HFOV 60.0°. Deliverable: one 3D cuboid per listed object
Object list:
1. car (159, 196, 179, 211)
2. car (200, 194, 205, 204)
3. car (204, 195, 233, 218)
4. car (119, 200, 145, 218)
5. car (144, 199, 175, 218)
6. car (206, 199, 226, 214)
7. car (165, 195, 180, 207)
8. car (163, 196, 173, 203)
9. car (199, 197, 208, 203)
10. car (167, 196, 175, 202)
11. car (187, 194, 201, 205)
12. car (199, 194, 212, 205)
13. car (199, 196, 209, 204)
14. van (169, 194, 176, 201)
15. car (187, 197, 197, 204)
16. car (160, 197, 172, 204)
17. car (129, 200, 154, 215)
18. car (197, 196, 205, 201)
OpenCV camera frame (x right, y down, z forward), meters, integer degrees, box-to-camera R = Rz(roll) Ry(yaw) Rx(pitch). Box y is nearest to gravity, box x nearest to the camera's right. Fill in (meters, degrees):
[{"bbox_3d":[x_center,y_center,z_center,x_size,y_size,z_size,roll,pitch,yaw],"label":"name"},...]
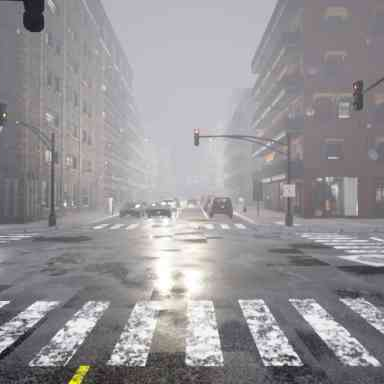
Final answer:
[{"bbox_3d":[-2.867,1.546,40.261,1.812,1.442,4.674,0,0,0],"label":"car"},{"bbox_3d":[2.542,1.337,41.315,2.192,1.841,5.009,1,0,0],"label":"car"},{"bbox_3d":[2.555,1.327,30.190,2.192,1.841,5.009,1,0,0],"label":"car"},{"bbox_3d":[-5.329,1.578,30.136,1.947,1.339,4.313,1,0,0],"label":"car"},{"bbox_3d":[-2.873,1.576,30.371,1.994,1.385,4.181,0,0,0],"label":"car"},{"bbox_3d":[2.545,1.541,35.919,1.752,1.417,4.829,1,0,0],"label":"car"},{"bbox_3d":[-2.809,1.567,50.463,1.812,1.442,4.674,0,0,0],"label":"car"},{"bbox_3d":[-5.378,1.673,74.461,1.752,1.417,4.829,1,0,0],"label":"car"},{"bbox_3d":[2.501,1.731,74.672,1.802,1.307,4.206,1,0,0],"label":"car"},{"bbox_3d":[-5.390,1.767,85.760,2.008,1.369,4.403,1,0,0],"label":"car"},{"bbox_3d":[0.039,1.567,60.150,2.128,1.511,4.902,0,0,0],"label":"car"},{"bbox_3d":[2.517,1.404,63.549,2.192,1.841,5.009,1,0,0],"label":"car"},{"bbox_3d":[2.509,1.558,69.112,1.967,1.590,4.097,1,0,0],"label":"car"},{"bbox_3d":[-5.393,1.591,91.325,1.690,1.788,3.998,1,0,0],"label":"van"},{"bbox_3d":[-0.008,1.687,70.385,1.994,1.385,4.181,0,0,0],"label":"car"},{"bbox_3d":[-5.373,1.669,69.069,2.008,1.369,4.403,1,0,0],"label":"car"},{"bbox_3d":[-5.335,1.582,35.697,1.947,1.339,4.313,1,0,0],"label":"car"},{"bbox_3d":[2.484,1.816,91.364,1.947,1.339,4.313,1,0,0],"label":"car"}]
